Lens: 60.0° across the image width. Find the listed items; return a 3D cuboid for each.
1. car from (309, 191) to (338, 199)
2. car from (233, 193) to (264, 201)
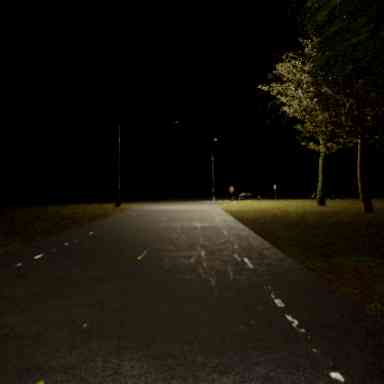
[{"bbox_3d":[23.526,0.568,59.663,5.008,1.535,1.882,-3,-2,-1],"label":"car"},{"bbox_3d":[8.890,0.753,52.369,4.718,1.301,1.895,-3,-1,-1],"label":"car"}]
